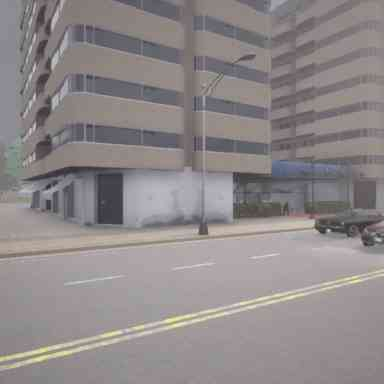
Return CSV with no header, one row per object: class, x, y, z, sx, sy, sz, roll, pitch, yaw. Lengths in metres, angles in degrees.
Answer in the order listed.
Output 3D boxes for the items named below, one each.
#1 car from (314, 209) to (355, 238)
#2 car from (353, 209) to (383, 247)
car,8.655,1.601,17.671,4.718,1.301,1.895,0,0,-32
car,8.981,1.526,13.742,4.674,1.442,1.812,0,0,-32
